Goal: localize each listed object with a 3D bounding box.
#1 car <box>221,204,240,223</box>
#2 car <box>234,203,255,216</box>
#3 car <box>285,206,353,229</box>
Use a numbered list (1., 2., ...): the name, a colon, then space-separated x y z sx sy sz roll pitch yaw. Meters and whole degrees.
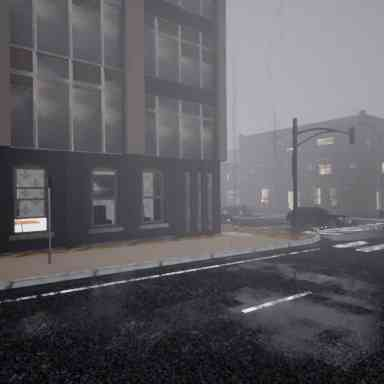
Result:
1. car: 1.619 1.934 28.506 1.947 1.339 4.313 -2 0 -37
2. car: 5.246 1.920 38.098 2.008 1.369 4.403 -2 0 -37
3. car: 8.854 1.731 23.564 1.812 1.442 4.674 -1 -1 -39
